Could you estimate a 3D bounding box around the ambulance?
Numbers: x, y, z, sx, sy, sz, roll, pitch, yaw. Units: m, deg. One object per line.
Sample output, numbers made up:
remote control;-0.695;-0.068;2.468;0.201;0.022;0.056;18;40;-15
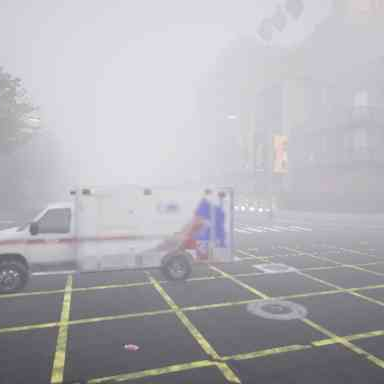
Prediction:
ambulance;-1.994;1.029;8.878;6.366;2.431;2.351;0;0;-18
